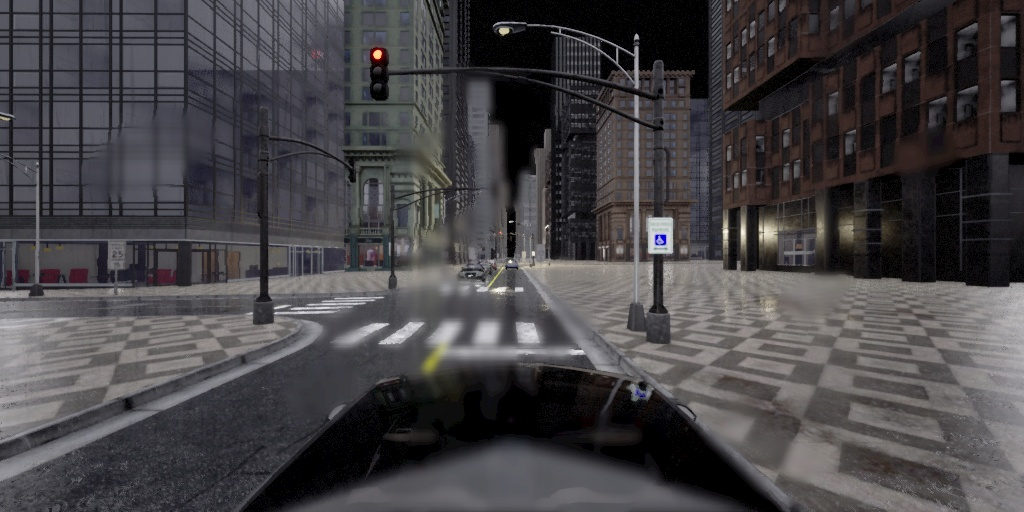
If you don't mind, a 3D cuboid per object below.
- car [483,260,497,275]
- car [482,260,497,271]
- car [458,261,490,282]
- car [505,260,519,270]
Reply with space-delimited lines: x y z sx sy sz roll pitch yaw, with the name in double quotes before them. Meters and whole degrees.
"car" -3.108 1.244 39.245 2.128 1.511 4.902 0 0 0
"car" -3.087 1.286 50.538 1.812 1.442 4.674 0 0 0
"car" -3.114 1.314 29.003 1.994 1.385 4.181 0 0 0
"car" -0.020 1.326 53.416 1.994 1.385 4.181 0 0 0
